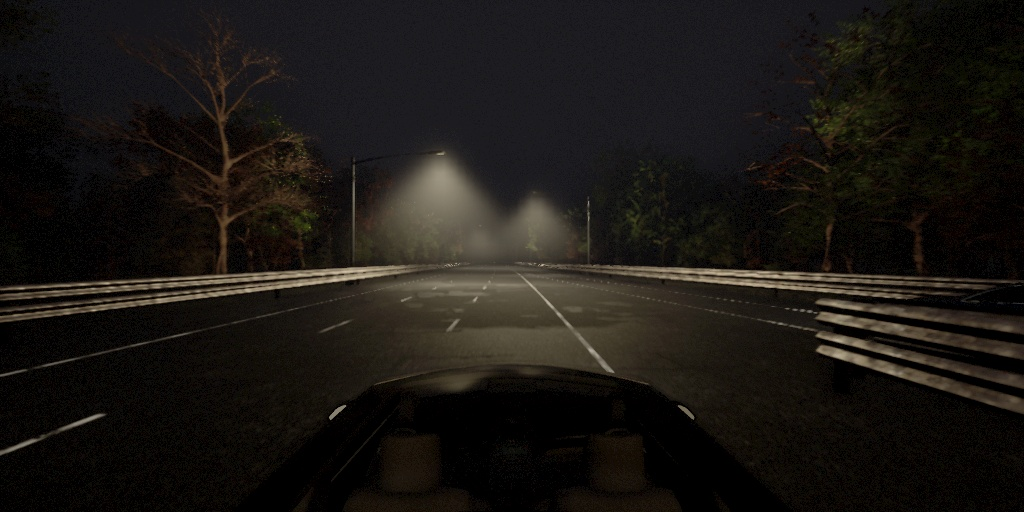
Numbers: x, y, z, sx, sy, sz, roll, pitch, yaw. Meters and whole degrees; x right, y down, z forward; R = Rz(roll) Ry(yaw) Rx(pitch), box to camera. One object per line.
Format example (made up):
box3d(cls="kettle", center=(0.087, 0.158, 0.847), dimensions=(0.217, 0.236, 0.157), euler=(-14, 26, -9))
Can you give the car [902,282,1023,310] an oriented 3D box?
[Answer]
box3d(cls="car", center=(11.089, 1.273, 7.376), dimensions=(2.033, 1.649, 4.856), euler=(0, 0, -11))
